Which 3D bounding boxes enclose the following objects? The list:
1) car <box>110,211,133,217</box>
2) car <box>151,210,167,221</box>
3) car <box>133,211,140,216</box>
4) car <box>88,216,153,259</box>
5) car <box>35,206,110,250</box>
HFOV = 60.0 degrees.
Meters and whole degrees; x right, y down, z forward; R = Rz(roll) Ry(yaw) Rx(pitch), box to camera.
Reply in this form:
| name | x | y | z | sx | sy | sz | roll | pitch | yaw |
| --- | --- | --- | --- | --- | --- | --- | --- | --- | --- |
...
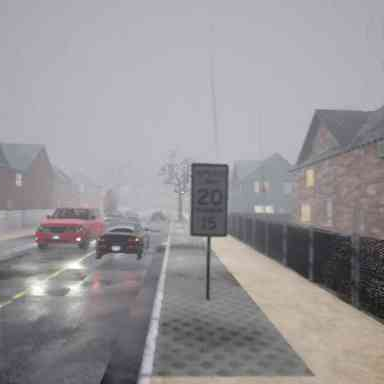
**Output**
| name | x | y | z | sx | sy | sz | roll | pitch | yaw |
| --- | --- | --- | --- | --- | --- | --- | --- | --- | --- |
| car | -6.574 | 2.416 | 27.835 | 2.128 | 1.511 | 4.902 | 1 | -2 | -3 |
| car | -4.562 | 3.220 | 45.668 | 1.812 | 1.442 | 4.674 | 1 | -2 | -3 |
| car | -7.071 | 2.885 | 37.907 | 1.994 | 1.385 | 4.181 | 1 | -2 | -2 |
| car | -2.942 | 2.005 | 14.649 | 1.812 | 1.442 | 4.674 | 1 | -2 | -3 |
| car | -6.027 | 1.736 | 17.203 | 2.150 | 2.045 | 5.566 | 1 | -3 | -3 |
